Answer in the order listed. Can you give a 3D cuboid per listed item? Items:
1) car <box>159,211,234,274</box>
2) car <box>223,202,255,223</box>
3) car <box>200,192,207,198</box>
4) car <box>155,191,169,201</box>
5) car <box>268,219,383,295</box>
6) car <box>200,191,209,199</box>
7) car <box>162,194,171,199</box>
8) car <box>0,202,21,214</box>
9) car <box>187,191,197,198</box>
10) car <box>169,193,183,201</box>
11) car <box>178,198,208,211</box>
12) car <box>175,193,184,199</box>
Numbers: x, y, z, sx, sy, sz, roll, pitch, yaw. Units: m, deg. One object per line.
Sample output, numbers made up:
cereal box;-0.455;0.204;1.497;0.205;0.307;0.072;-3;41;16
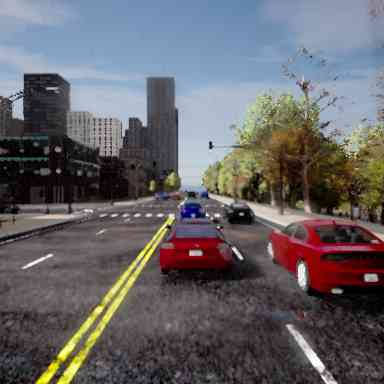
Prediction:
car;0.097;1.509;10.422;1.994;1.385;4.181;0;0;0
car;3.343;1.437;24.334;1.994;1.385;4.181;0;0;0
car;3.220;0.850;95.151;1.812;1.442;4.674;0;0;0
car;-6.521;0.855;70.468;2.150;2.045;5.566;0;0;0
car;3.341;1.432;8.672;1.882;1.535;5.008;0;0;0
car;3.222;0.768;84.762;2.150;2.045;5.566;0;0;0
car;-6.526;1.135;86.058;1.895;1.301;4.718;0;0;0
car;-19.965;1.643;34.293;4.313;1.339;1.947;-1;2;0
car;-0.028;0.768;84.760;2.150;2.045;5.566;0;0;0
car;-3.271;1.107;70.500;1.882;1.535;5.008;0;0;0
car;0.049;1.398;24.666;1.812;1.442;4.674;0;0;-1
car;-3.276;1.079;86.089;2.033;1.411;5.357;0;0;0
